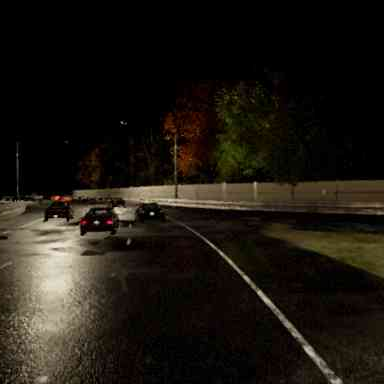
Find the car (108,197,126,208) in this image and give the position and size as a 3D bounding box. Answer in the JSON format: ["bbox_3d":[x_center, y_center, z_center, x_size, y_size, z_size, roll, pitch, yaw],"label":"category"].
[{"bbox_3d":[-10.774,1.533,47.257,1.837,1.490,4.892,0,0,-25],"label":"car"}]

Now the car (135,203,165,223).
[{"bbox_3d":[-3.364,1.561,26.140,1.994,1.385,4.181,0,0,-14],"label":"car"}]

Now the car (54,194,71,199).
[{"bbox_3d":[-29.138,1.479,75.835,2.097,1.767,4.553,0,0,-36],"label":"car"}]

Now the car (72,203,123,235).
[{"bbox_3d":[-5.175,1.564,18.920,2.033,1.411,5.357,0,0,-11],"label":"car"}]

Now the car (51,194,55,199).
[{"bbox_3d":[-33.053,1.315,81.257,2.097,1.767,4.553,0,0,-33],"label":"car"}]

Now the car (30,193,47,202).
[{"bbox_3d":[-37.437,1.216,78.936,5.566,2.045,2.150,0,0,41],"label":"car"}]

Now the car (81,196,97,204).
[{"bbox_3d":[-19.674,1.568,63.230,2.128,1.511,4.902,0,0,-35],"label":"car"}]

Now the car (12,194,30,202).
[{"bbox_3d":[-39.847,1.535,76.402,4.902,1.511,2.128,0,0,41],"label":"car"}]

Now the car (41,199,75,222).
[{"bbox_3d":[-10.672,1.551,26.911,1.837,1.490,4.892,0,0,-14],"label":"car"}]
